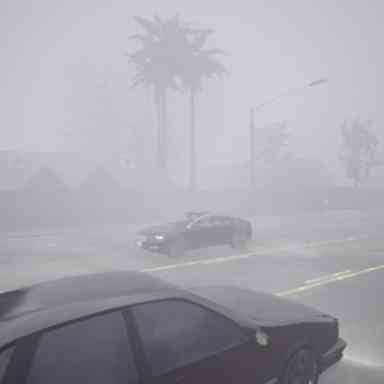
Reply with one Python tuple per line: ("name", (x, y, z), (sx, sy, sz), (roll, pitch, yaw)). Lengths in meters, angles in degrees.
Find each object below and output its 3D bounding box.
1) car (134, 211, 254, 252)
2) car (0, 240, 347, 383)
("car", (0.204, 1.499, 12.748), (4.902, 1.511, 2.128), (0, 0, -36))
("car", (-0.730, 1.554, 3.185), (5.357, 1.411, 2.033), (0, 0, -36))
